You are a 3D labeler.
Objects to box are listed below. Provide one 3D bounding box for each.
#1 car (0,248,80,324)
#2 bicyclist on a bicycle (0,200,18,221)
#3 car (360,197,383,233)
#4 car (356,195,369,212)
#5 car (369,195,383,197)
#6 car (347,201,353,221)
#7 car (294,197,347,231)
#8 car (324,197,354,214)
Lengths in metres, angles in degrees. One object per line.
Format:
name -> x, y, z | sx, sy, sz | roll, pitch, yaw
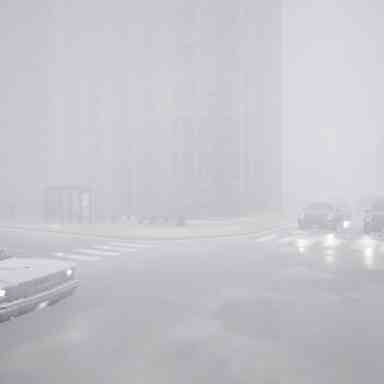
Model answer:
car -> -4.609, 1.628, 6.467 | 4.718, 1.301, 1.895 | 0, 0, 21
bicyclist on a bicycle -> -14.160, 1.439, 25.592 | 0.582, 1.620, 1.656 | 0, 0, 32
car -> 11.093, 1.390, 18.996 | 2.097, 1.767, 4.553 | 0, 0, 31
car -> 20.039, 1.307, 37.126 | 2.150, 2.045, 5.566 | 0, 0, 12
car -> 15.964, 1.280, 27.229 | 2.150, 2.045, 5.566 | 0, 0, 28
car -> 12.575, 1.629, 28.391 | 1.994, 1.385, 4.181 | 0, 0, 29
car -> 8.184, 1.399, 20.948 | 2.097, 1.767, 4.553 | 0, 0, 32
car -> 16.526, 1.442, 37.667 | 2.097, 1.767, 4.553 | 0, 0, 11
